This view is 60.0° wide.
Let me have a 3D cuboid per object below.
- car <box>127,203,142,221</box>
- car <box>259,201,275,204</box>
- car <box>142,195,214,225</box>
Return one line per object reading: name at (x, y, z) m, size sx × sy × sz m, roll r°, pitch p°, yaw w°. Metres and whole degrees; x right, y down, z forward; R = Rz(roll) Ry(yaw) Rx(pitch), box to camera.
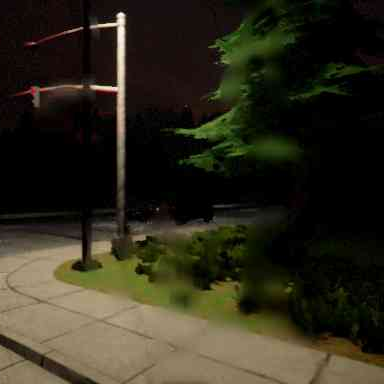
car at (-3.305, 1.456, 25.999) m, size 1.882 × 1.535 × 5.008 m, roll 0°, pitch 0°, yaw 35°
car at (11.102, 1.580, 46.296) m, size 1.895 × 1.301 × 4.718 m, roll 0°, pitch 0°, yaw 37°
car at (-0.633, 1.199, 23.466) m, size 2.150 × 2.045 × 5.566 m, roll 0°, pitch 0°, yaw 35°
